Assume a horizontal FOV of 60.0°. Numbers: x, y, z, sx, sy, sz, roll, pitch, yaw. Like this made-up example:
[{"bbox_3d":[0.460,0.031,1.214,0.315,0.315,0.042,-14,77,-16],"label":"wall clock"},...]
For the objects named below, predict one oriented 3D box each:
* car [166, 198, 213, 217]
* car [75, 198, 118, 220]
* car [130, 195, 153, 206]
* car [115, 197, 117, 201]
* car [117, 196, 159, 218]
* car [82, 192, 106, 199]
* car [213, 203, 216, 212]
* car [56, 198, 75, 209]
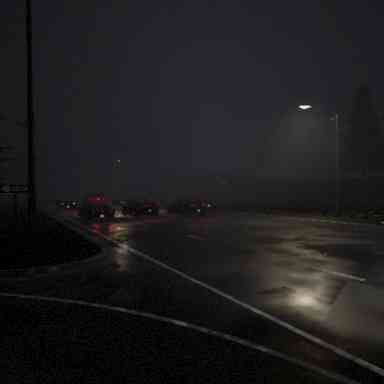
[{"bbox_3d":[-0.617,1.232,27.970,2.128,1.511,4.902,-1,1,-28],"label":"car"},{"bbox_3d":[-7.607,1.444,26.186,1.895,1.301,4.718,-1,1,-28],"label":"car"},{"bbox_3d":[-7.283,1.203,47.666,1.994,1.385,4.181,-1,1,-28],"label":"car"},{"bbox_3d":[-9.340,1.298,44.110,1.895,1.301,4.718,-1,1,-28],"label":"car"},{"bbox_3d":[-4.394,1.268,27.597,1.882,1.535,5.008,-1,1,-28],"label":"car"},{"bbox_3d":[-12.754,0.970,43.054,2.150,2.045,5.566,-1,1,-28],"label":"car"},{"bbox_3d":[0.620,1.242,33.047,1.994,1.385,4.181,-1,1,-28],"label":"car"},{"bbox_3d":[-15.495,1.405,40.781,1.895,1.301,4.718,-1,1,-28],"label":"car"}]
